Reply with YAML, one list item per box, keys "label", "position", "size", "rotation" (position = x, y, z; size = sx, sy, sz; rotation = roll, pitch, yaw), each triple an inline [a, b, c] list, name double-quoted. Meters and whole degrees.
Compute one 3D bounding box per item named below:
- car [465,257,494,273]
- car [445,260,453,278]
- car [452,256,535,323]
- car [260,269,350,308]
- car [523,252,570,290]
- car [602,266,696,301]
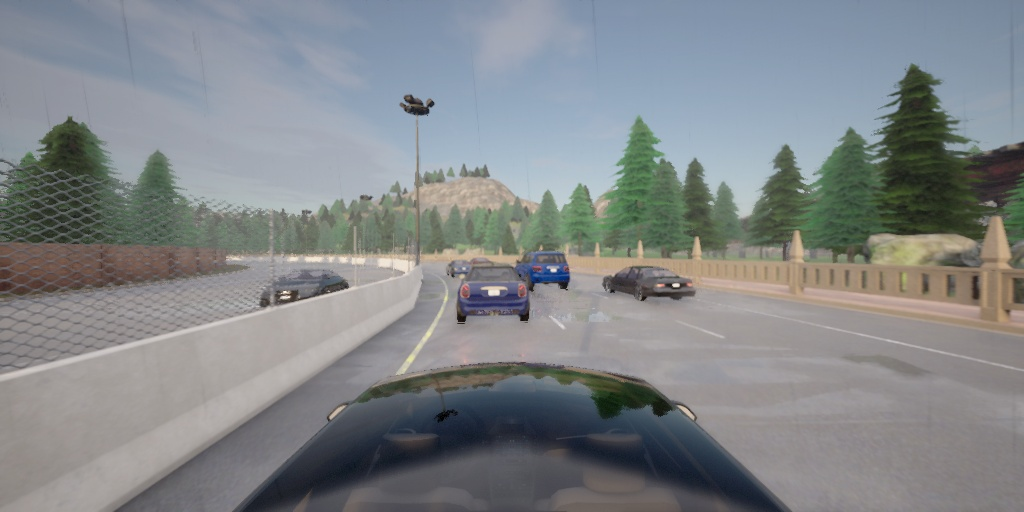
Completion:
- label: "car"
  position: [-3.548, 0.887, 38.386]
  size: [1.882, 1.535, 5.008]
  rotation: [0, 1, -20]
- label: "car"
  position: [-4.514, 1.033, 30.626]
  size: [2.033, 1.411, 5.357]
  rotation: [0, 1, -17]
- label: "car"
  position: [-0.702, 1.006, 11.955]
  size: [2.097, 1.767, 4.553]
  rotation: [0, 1, -6]
- label: "car"
  position: [-8.007, 1.215, 14.268]
  size: [1.994, 1.385, 4.181]
  rotation: [0, 0, -8]
- label: "car"
  position: [1.565, 0.788, 20.555]
  size: [2.150, 2.045, 5.566]
  rotation: [0, 1, -11]
- label: "car"
  position: [5.875, 1.145, 16.144]
  size: [2.033, 1.411, 5.357]
  rotation: [0, 1, -8]
